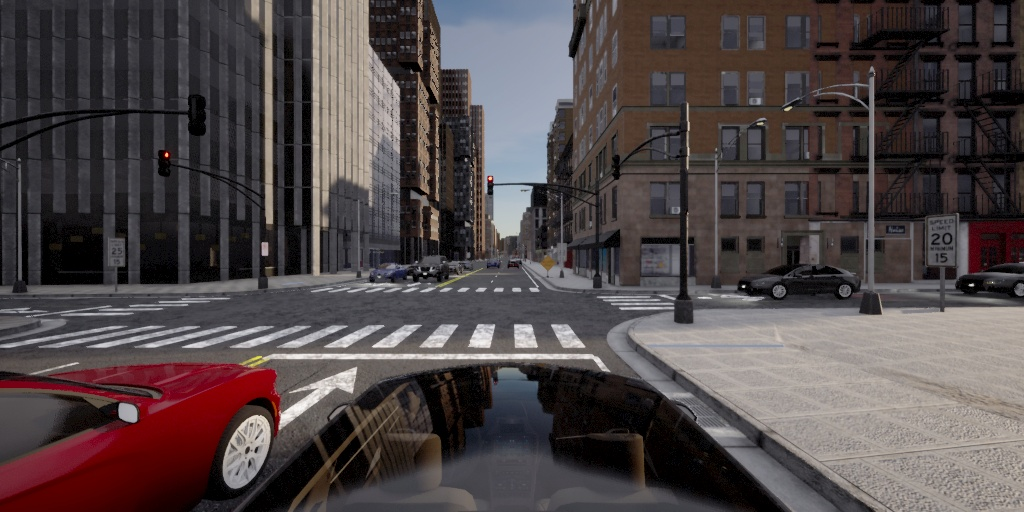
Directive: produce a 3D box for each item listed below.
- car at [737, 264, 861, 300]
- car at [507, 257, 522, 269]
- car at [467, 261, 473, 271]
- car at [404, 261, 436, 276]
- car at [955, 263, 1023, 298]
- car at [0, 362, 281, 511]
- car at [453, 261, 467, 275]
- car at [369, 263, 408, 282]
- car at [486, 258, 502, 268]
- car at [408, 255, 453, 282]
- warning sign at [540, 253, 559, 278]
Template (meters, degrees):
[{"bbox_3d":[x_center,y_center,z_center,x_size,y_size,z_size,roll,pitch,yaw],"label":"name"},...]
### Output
[{"bbox_3d":[12.908,1.116,16.281,4.892,1.490,1.837,0,0,-1],"label":"car"},{"bbox_3d":[0.193,1.271,58.753,1.837,1.490,4.892,0,0,0],"label":"car"},{"bbox_3d":[-6.470,1.324,49.375,1.994,1.385,4.181,0,0,0],"label":"car"},{"bbox_3d":[-9.760,1.304,38.330,2.033,1.411,5.357,0,0,0],"label":"car"},{"bbox_3d":[23.173,1.042,16.193,4.892,1.490,1.837,0,0,0],"label":"car"},{"bbox_3d":[-3.153,1.228,1.429,1.882,1.535,5.008,0,0,0],"label":"car"},{"bbox_3d":[-6.505,1.262,39.413,1.837,1.490,4.892,0,0,0],"label":"car"},{"bbox_3d":[-9.784,1.279,28.743,1.812,1.442,4.674,0,0,0],"label":"car"},{"bbox_3d":[-3.050,1.118,59.502,2.097,1.767,4.553,0,0,1],"label":"car"},{"bbox_3d":[-6.546,0.975,29.497,2.150,2.045,5.566,0,0,-1],"label":"car"},{"bbox_3d":[2.917,0.868,29.148,1.300,1.860,1.060,0,0,0],"label":"warning sign"}]
